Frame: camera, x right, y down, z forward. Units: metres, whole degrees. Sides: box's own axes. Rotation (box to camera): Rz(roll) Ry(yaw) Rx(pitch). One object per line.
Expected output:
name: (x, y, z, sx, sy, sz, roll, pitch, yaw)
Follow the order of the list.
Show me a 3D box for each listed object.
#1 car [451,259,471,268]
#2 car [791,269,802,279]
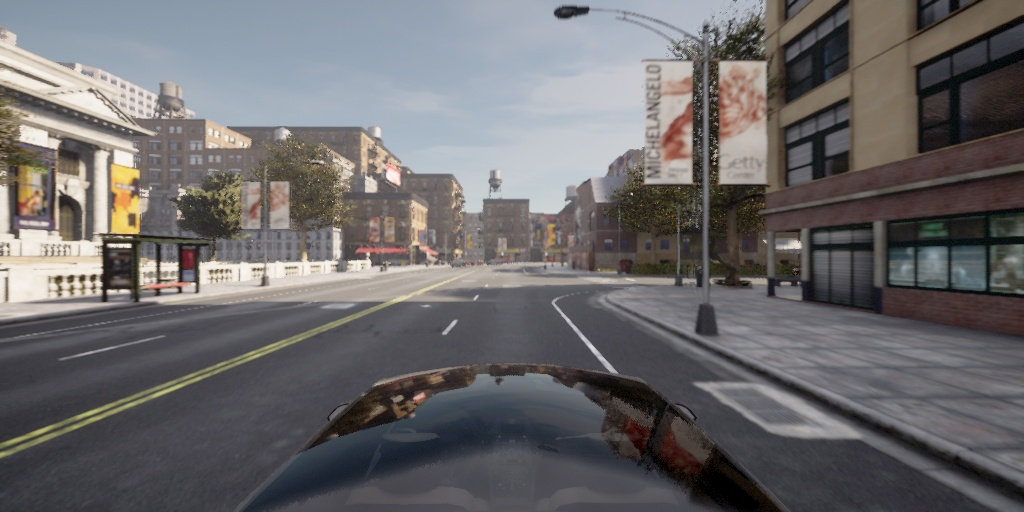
car: (-9.421, 1.374, 63.842, 1.837, 1.490, 4.892, 0, 0, 11)
car: (27.437, 1.409, 31.430, 4.718, 1.301, 1.895, 0, 0, 0)
